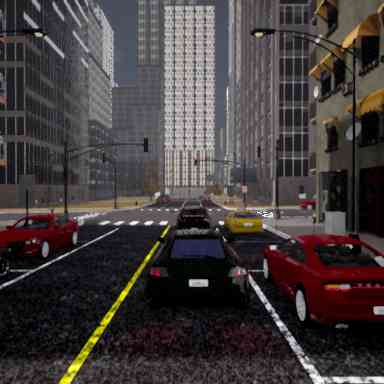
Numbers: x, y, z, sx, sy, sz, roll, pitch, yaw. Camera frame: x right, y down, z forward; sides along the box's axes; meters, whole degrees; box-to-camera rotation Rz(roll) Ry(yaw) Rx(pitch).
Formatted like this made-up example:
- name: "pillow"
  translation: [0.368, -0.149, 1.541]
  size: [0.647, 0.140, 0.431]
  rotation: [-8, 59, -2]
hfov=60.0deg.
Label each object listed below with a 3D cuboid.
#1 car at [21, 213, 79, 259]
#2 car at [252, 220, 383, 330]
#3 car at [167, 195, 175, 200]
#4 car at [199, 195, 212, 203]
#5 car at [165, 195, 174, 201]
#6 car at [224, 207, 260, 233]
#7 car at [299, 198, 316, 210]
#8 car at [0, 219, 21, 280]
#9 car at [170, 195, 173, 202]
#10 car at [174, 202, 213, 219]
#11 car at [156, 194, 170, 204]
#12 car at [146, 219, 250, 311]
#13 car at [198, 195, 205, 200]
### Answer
- name: "car"
  translation: [-5.692, 1.538, 12.482]
  size: [1.887, 1.381, 4.507]
  rotation: [-1, 0, 0]
- name: "car"
  translation: [2.686, 1.541, 6.939]
  size: [1.887, 1.381, 4.507]
  rotation: [-1, 0, 0]
- name: "car"
  translation: [-5.646, 1.508, 89.316]
  size: [1.887, 1.381, 4.507]
  rotation: [-1, 0, 0]
- name: "car"
  translation: [2.716, 1.412, 61.512]
  size: [1.967, 1.590, 4.097]
  rotation: [-1, 0, 0]
- name: "car"
  translation: [-5.650, 1.490, 83.587]
  size: [1.752, 1.417, 4.829]
  rotation: [-1, 0, 0]
- name: "car"
  translation: [2.692, 1.516, 18.156]
  size: [1.752, 1.417, 4.829]
  rotation: [-1, 0, 0]
- name: "car"
  translation: [14.273, 1.241, 37.104]
  size: [4.507, 1.381, 1.887]
  rotation: [-1, 1, 0]
- name: "car"
  translation: [-5.696, 1.436, 6.958]
  size: [1.967, 1.590, 4.097]
  rotation: [-1, 0, 0]
- name: "car"
  translation: [-5.661, 1.285, 67.078]
  size: [2.192, 1.841, 5.009]
  rotation: [-1, 0, 0]
- name: "car"
  translation: [0.087, 1.495, 17.807]
  size: [1.837, 1.490, 4.892]
  rotation: [0, 0, -1]
- name: "car"
  translation: [-5.663, 1.517, 61.518]
  size: [1.887, 1.381, 4.507]
  rotation: [-1, 0, 0]
- name: "car"
  translation: [0.107, 1.560, 7.823]
  size: [1.994, 1.385, 4.181]
  rotation: [0, 0, 0]
- name: "car"
  translation: [2.738, 1.543, 94.870]
  size: [1.802, 1.307, 4.206]
  rotation: [-1, 0, 0]
